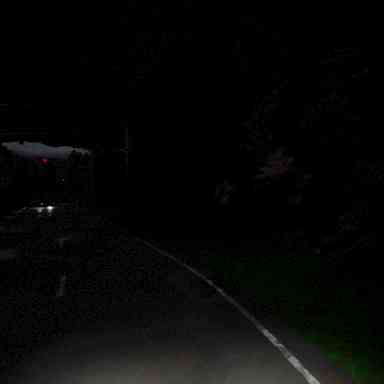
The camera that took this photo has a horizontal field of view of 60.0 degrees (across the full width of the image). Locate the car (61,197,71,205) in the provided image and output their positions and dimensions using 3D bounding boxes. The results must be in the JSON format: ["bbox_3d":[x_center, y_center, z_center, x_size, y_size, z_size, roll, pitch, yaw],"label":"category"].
[{"bbox_3d":[-26.421,1.860,69.847,2.128,1.511,4.902,0,0,-22],"label":"car"}]

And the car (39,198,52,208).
[{"bbox_3d":[-24.646,1.808,56.172,1.837,1.490,4.892,0,0,-22],"label":"car"}]
